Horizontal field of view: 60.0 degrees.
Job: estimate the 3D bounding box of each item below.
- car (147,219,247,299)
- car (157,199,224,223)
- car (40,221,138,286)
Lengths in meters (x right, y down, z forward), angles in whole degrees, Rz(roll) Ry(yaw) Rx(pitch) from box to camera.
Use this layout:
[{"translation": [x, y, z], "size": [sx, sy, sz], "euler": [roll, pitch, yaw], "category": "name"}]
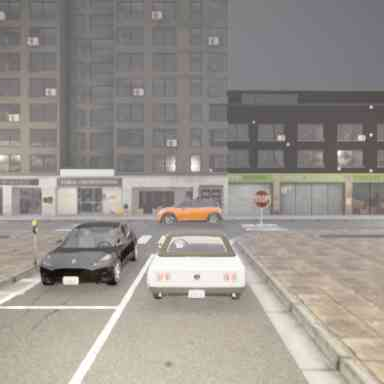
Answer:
[{"translation": [0.111, 1.590, 8.354], "size": [1.895, 1.301, 4.718], "euler": [0, 0, 0], "category": "car"}, {"translation": [-0.136, 1.314, 22.969], "size": [4.553, 1.767, 2.097], "euler": [0, 0, 0], "category": "car"}, {"translation": [-2.642, 1.554, 9.420], "size": [1.947, 1.339, 4.313], "euler": [0, 0, 0], "category": "car"}]
